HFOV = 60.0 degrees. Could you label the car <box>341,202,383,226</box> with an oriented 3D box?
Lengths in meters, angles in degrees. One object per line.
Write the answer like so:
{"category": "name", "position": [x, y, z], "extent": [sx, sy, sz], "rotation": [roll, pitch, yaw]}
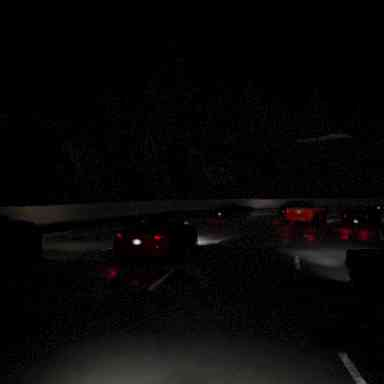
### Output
{"category": "car", "position": [12.184, 1.653, 23.760], "extent": [1.895, 1.301, 4.718], "rotation": [0, 0, 37]}

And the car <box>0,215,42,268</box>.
{"category": "car", "position": [-6.092, 1.174, 8.086], "extent": [2.150, 2.045, 5.566], "rotation": [0, 0, 10]}

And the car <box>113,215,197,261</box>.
{"category": "car", "position": [-1.178, 1.543, 12.361], "extent": [1.994, 1.385, 4.181], "rotation": [0, 0, 16]}

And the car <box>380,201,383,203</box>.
{"category": "car", "position": [21.637, 1.663, 36.619], "extent": [4.181, 1.385, 1.994], "rotation": [0, 0, -32]}

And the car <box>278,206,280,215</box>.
{"category": "car", "position": [9.847, 1.555, 31.569], "extent": [1.812, 1.442, 4.674], "rotation": [0, 0, 43]}

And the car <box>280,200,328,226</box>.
{"category": "car", "position": [8.342, 1.379, 24.131], "extent": [2.097, 1.767, 4.553], "rotation": [0, 0, 34]}

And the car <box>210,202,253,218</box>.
{"category": "car", "position": [3.693, 1.592, 30.109], "extent": [1.895, 1.301, 4.718], "rotation": [0, 0, 37]}

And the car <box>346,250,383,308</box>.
{"category": "car", "position": [4.318, 1.622, 5.951], "extent": [1.895, 1.301, 4.718], "rotation": [0, 0, 9]}
